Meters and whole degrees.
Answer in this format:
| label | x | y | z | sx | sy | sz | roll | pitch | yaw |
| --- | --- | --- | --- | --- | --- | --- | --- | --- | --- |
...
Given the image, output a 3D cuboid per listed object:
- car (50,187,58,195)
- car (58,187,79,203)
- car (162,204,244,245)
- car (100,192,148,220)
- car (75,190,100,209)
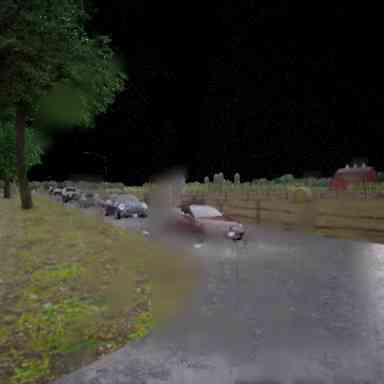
| label | x | y | z | sx | sy | sz | roll | pitch | yaw |
| --- | --- | --- | --- | --- | --- | --- | --- | --- | --- |
| car | -34.724 | 0.035 | 86.037 | 1.882 | 1.535 | 5.008 | -1 | 1 | -28 |
| car | -16.725 | 0.383 | 46.227 | 2.150 | 2.045 | 5.566 | -1 | 1 | -27 |
| car | 0.283 | 1.267 | 14.419 | 1.812 | 1.442 | 4.674 | -2 | 2 | -31 |
| car | -4.708 | 0.912 | 23.436 | 2.097 | 1.767 | 4.553 | -1 | 2 | -28 |
| car | -10.320 | 0.867 | 34.033 | 1.837 | 1.490 | 4.892 | -1 | 1 | -27 |
